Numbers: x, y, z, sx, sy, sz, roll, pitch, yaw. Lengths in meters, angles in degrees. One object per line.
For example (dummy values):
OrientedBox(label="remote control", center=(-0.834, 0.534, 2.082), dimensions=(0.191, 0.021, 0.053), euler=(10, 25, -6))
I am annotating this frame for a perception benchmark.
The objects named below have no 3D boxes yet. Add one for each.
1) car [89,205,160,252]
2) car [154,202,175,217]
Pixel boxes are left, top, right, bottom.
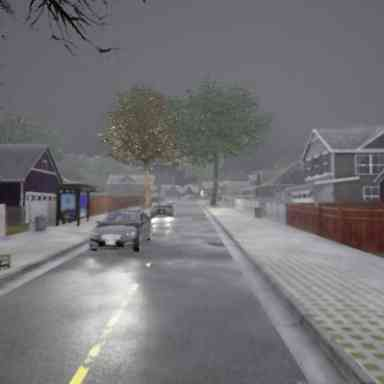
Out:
OrientedBox(label="car", center=(-2.797, 1.496, 13.952), dimensions=(2.128, 1.511, 4.902), euler=(0, 0, 1))
OrientedBox(label="car", center=(-2.725, 1.617, 31.853), dimensions=(1.994, 1.385, 4.181), euler=(0, 0, 0))
